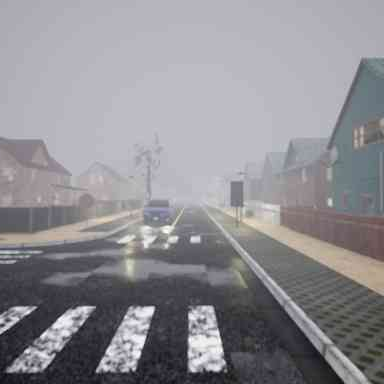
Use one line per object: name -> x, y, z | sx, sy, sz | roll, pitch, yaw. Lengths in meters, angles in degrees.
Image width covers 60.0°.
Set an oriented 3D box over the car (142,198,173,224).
car -> -2.748, 1.593, 27.835 | 2.150, 2.045, 5.566 | 0, 1, 0
